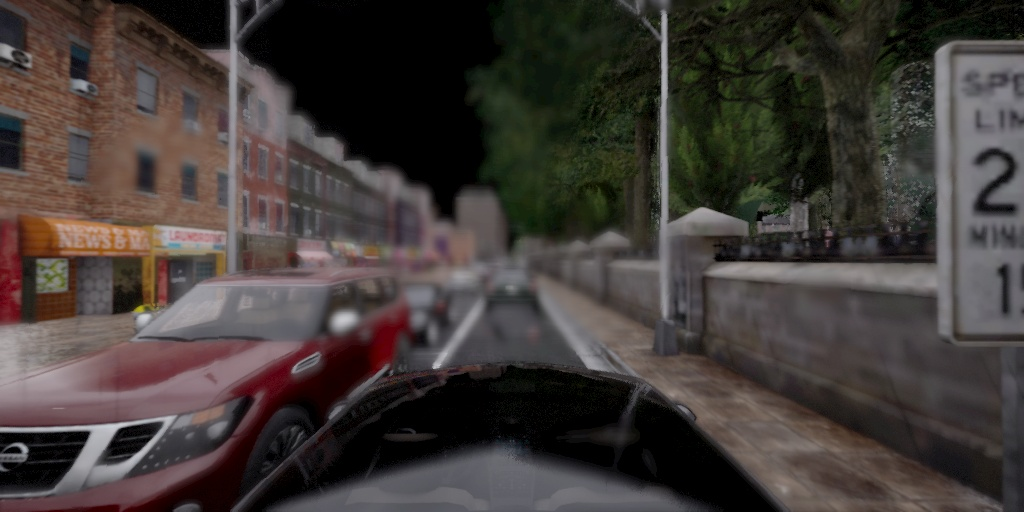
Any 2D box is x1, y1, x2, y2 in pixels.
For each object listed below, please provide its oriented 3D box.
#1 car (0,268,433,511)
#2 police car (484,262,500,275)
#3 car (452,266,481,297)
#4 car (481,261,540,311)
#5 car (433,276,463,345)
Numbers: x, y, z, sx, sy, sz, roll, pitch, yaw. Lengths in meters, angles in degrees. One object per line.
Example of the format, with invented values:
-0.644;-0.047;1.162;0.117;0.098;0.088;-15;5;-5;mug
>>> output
-2.653;1.091;4.318;2.192;1.841;5.009;0;0;0;car
-2.717;1.659;48.975;1.930;1.638;5.238;0;-1;0;police car
-2.638;1.488;20.127;2.007;1.370;4.403;0;0;0;car
0.026;1.239;15.273;2.097;1.767;4.553;0;-1;0;car
-2.648;1.396;9.588;1.948;1.339;4.313;0;0;0;car
